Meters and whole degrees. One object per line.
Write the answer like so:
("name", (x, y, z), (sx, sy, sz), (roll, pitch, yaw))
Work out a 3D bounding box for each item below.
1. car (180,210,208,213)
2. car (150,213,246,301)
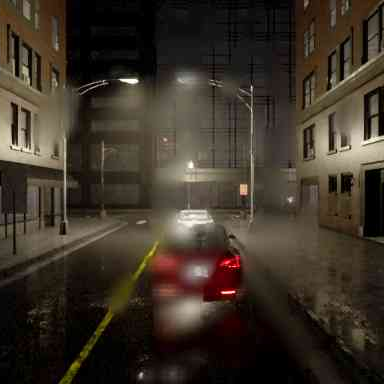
("car", (0.100, 1.602, 17.417), (1.895, 1.301, 4.718), (0, 0, 0))
("car", (0.109, 1.504, 8.401), (2.163, 1.488, 4.792), (0, 0, 0))
